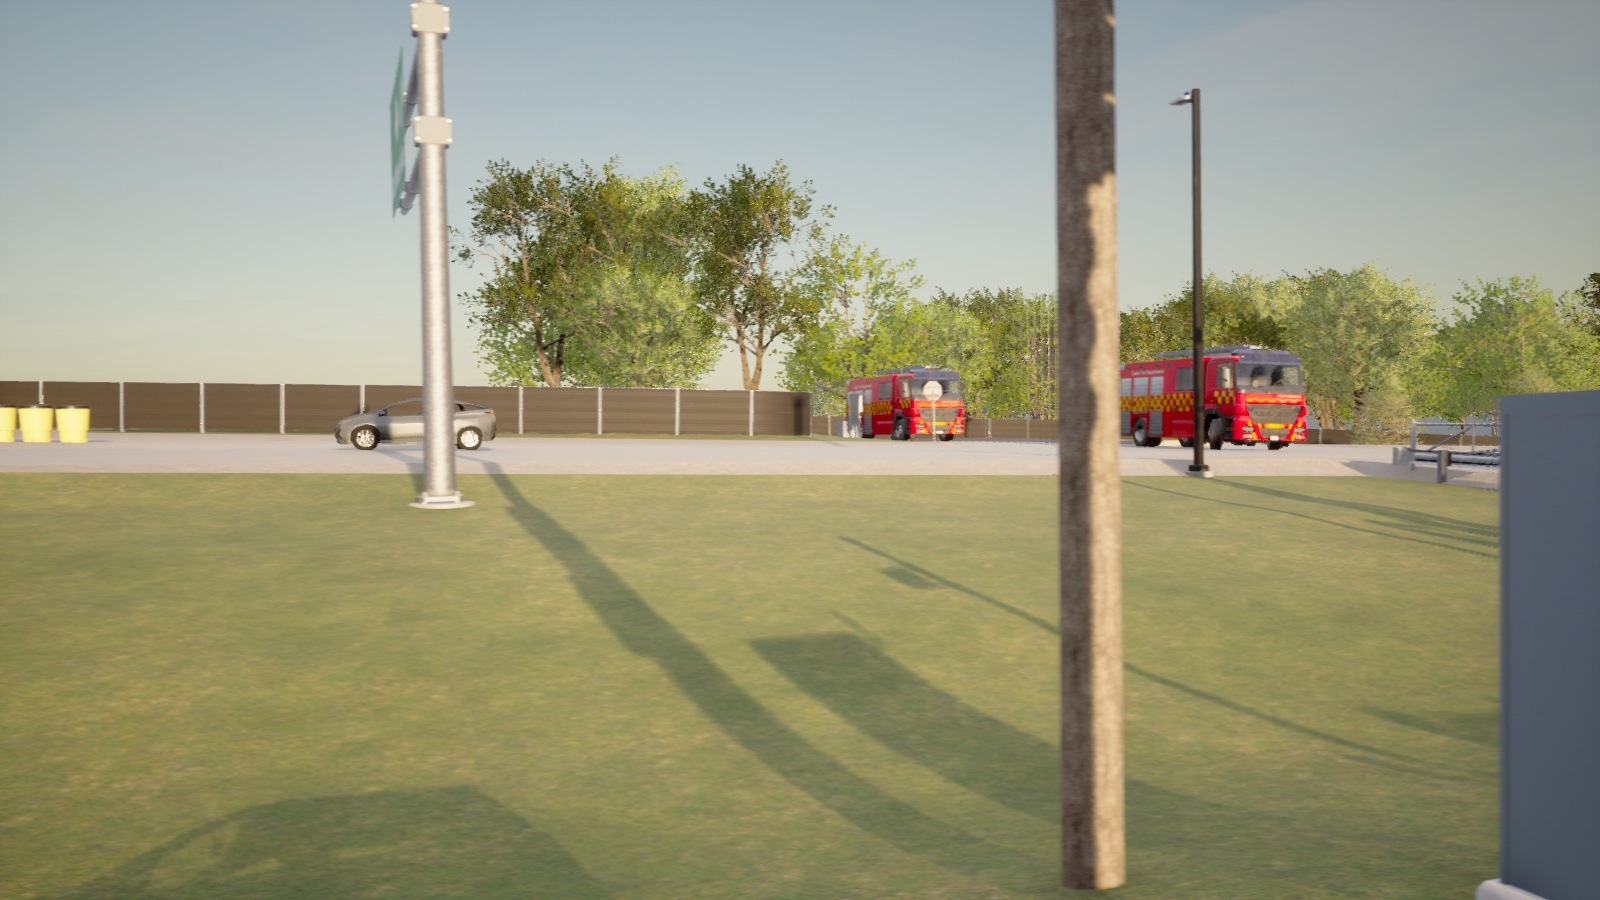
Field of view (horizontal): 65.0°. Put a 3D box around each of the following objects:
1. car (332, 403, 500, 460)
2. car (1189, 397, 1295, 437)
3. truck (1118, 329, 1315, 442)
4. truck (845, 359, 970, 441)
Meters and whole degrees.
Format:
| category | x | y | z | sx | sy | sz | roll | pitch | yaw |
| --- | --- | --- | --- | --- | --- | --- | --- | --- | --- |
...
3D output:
| category | x | y | z | sx | sy | sz | roll | pitch | yaw |
| --- | --- | --- | --- | --- | --- | --- | --- | --- | --- |
| car | -11.090 | -0.545 | 36.246 | 4.514 | 1.525 | 2.007 | -1 | 1 | -20 |
| car | 20.027 | -1.478 | 57.101 | 2.097 | 1.767 | 4.553 | -1 | 1 | -20 |
| truck | 15.401 | -2.287 | 47.335 | 2.891 | 3.827 | 8.468 | -1 | 1 | -15 |
| truck | 5.350 | -2.442 | 64.382 | 2.891 | 3.827 | 8.468 | -2 | 0 | -21 |
